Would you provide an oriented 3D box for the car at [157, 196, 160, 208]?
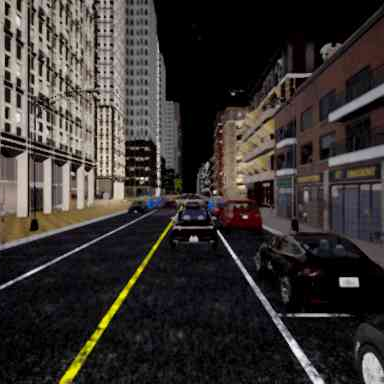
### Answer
[{"bbox_3d":[-5.733,1.618,47.296,2.008,1.369,4.403,0,0,0],"label":"car"}]

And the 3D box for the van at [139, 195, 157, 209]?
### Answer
[{"bbox_3d":[-5.728,1.399,41.648,1.690,1.788,3.998,0,0,0],"label":"van"}]

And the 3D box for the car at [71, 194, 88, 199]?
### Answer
[{"bbox_3d":[-26.781,1.235,80.639,4.206,1.307,1.802,1,-1,0],"label":"car"}]

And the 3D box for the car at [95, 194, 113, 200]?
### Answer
[{"bbox_3d":[-21.204,1.200,80.660,4.097,1.590,1.967,1,-1,0],"label":"car"}]

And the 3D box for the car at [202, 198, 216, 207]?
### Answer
[{"bbox_3d":[2.642,1.629,52.952,2.008,1.369,4.403,0,0,0],"label":"car"}]

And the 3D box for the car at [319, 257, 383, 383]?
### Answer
[{"bbox_3d":[2.688,1.553,2.115,2.008,1.369,4.403,0,0,0],"label":"car"}]

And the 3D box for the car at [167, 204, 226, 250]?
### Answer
[{"bbox_3d":[0.073,1.509,14.462,2.128,1.511,4.902,0,0,0],"label":"car"}]

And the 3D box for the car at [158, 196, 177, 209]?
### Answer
[{"bbox_3d":[-3.127,1.628,45.429,1.994,1.385,4.181,0,0,0],"label":"car"}]

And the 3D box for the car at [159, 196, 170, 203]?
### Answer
[{"bbox_3d":[-5.754,1.550,69.891,1.967,1.590,4.097,0,0,0],"label":"car"}]

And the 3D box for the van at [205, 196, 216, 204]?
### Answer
[{"bbox_3d":[2.658,1.390,36.007,1.690,1.788,3.998,0,0,0],"label":"van"}]

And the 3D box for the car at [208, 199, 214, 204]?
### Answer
[{"bbox_3d":[2.663,1.622,30.358,1.802,1.307,4.206,0,0,0],"label":"car"}]

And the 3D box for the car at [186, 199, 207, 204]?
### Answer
[{"bbox_3d":[0.061,1.604,30.404,1.994,1.385,4.181,0,0,0],"label":"car"}]

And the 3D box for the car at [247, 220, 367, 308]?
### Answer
[{"bbox_3d":[2.683,1.575,7.763,1.947,1.339,4.313,0,0,0],"label":"car"}]

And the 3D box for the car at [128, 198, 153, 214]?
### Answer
[{"bbox_3d":[-5.722,1.615,35.999,1.947,1.339,4.313,0,0,0],"label":"car"}]

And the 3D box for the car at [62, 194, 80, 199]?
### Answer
[{"bbox_3d":[-32.443,1.130,89.001,4.206,1.307,1.802,1,-1,0],"label":"car"}]

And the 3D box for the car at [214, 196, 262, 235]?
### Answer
[{"bbox_3d":[2.673,1.339,19.061,2.192,1.841,5.009,0,0,0],"label":"car"}]
